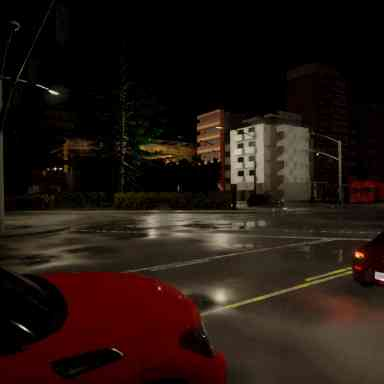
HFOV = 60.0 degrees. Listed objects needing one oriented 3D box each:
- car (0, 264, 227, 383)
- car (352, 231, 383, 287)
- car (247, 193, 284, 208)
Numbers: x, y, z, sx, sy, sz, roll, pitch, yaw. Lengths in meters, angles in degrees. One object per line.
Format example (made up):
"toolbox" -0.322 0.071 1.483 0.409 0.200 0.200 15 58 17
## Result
"car" -2.355 1.222 2.061 5.566 2.045 2.150 0 0 -35
"car" 5.544 1.433 7.715 4.674 1.442 1.812 -1 1 -35
"car" 8.616 0.943 39.342 2.097 1.767 4.553 -1 1 -35
